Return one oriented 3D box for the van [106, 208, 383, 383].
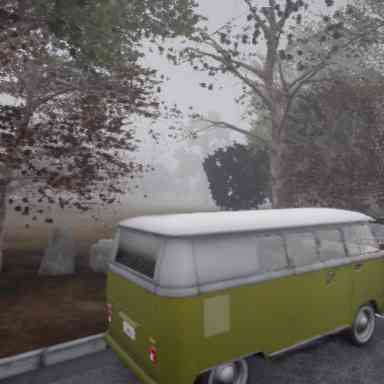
[{"bbox_3d":[1.123,1.258,4.863,4.442,1.987,1.878,0,0,-33],"label":"van"}]
